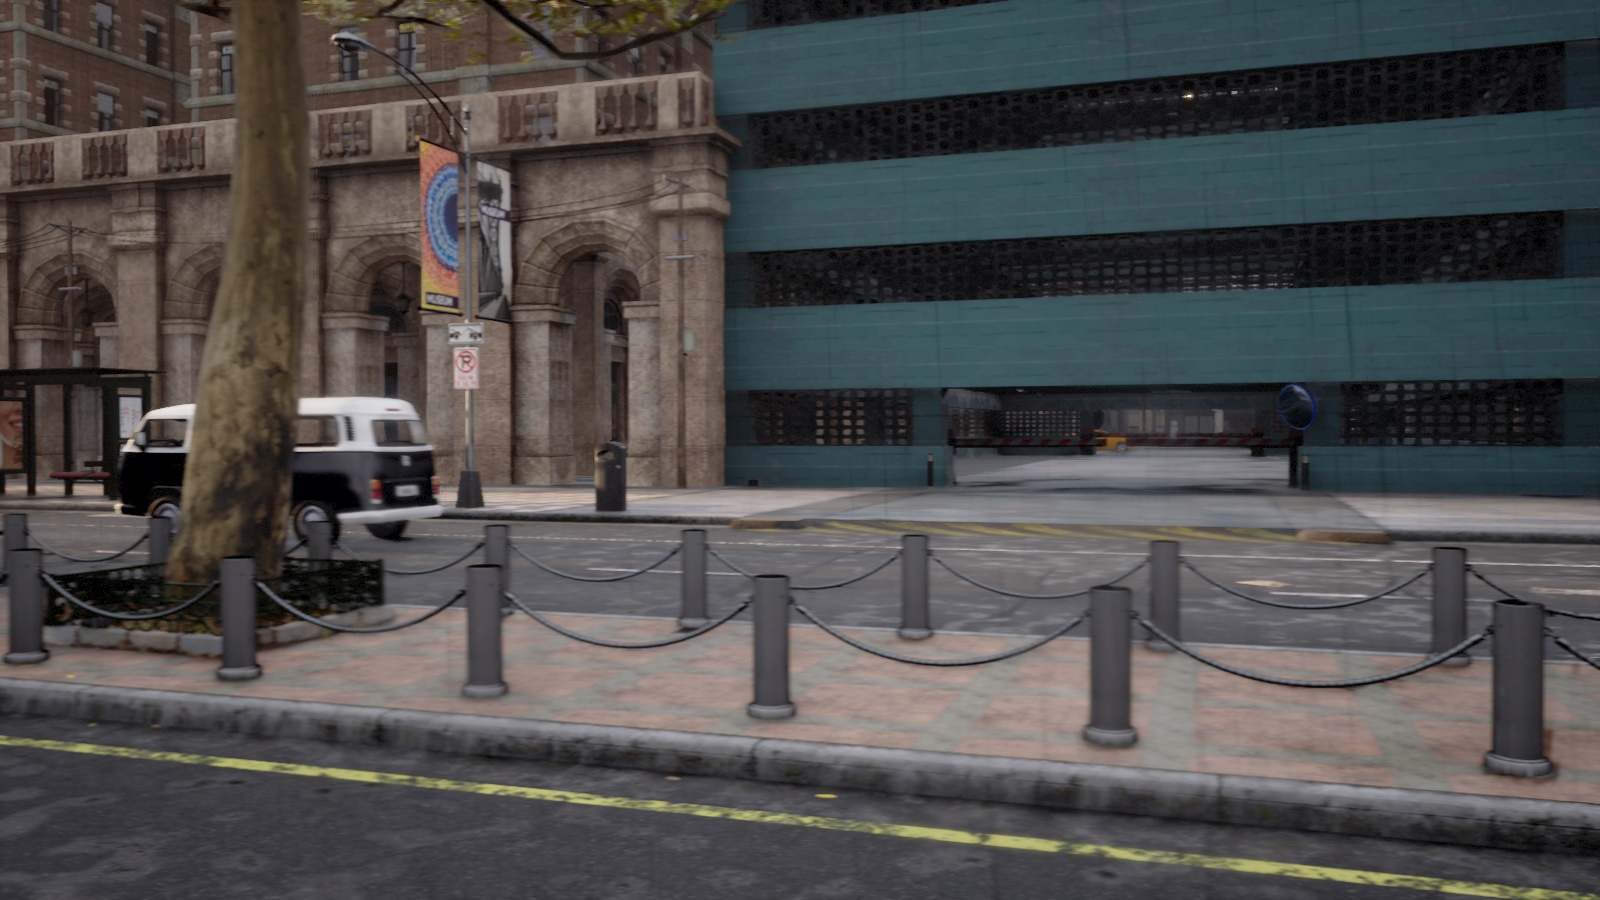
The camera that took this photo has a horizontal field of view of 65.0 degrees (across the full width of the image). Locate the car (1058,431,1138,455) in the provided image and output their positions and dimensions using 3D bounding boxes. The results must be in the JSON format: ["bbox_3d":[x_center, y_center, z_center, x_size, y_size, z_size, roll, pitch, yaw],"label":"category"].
[{"bbox_3d":[19.783,-0.461,83.295,5.008,1.535,1.882,1,1,18],"label":"car"}]

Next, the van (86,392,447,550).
[{"bbox_3d":[-7.548,0.235,17.863,4.480,2.038,2.069,1,1,19],"label":"van"}]
